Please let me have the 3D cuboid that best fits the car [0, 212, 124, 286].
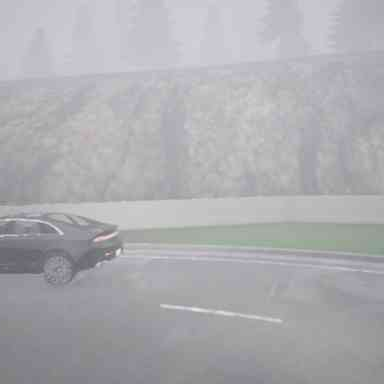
[{"bbox_3d":[-4.166,1.268,8.134,4.902,1.511,2.128,-1,2,6],"label":"car"}]
